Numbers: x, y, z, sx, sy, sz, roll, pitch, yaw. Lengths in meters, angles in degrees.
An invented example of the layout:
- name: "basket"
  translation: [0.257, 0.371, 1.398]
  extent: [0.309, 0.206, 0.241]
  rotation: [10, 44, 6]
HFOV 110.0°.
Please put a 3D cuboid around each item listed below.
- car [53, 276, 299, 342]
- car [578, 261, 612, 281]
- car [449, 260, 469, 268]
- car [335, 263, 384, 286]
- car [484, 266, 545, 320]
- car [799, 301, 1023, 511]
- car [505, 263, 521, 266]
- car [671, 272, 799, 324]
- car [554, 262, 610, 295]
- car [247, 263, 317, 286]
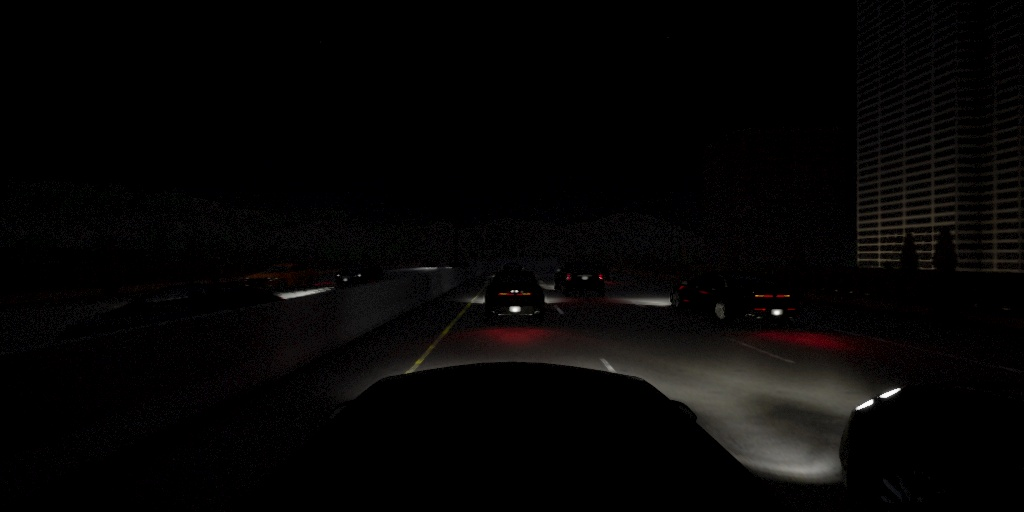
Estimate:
- name: "car"
  translation: [-7.105, 1.319, 8.085]
  extent: [1.994, 1.385, 4.181]
  rotation: [0, 0, 0]
- name: "car"
  translation: [7.063, 1.256, 30.984]
  extent: [1.837, 1.490, 4.892]
  rotation: [0, 0, 0]
- name: "car"
  translation: [-7.132, 1.327, 50.517]
  extent: [1.994, 1.385, 4.181]
  rotation: [0, 0, 0]
- name: "car"
  translation: [-10.627, 1.251, 25.321]
  extent: [2.128, 1.511, 4.902]
  rotation: [0, 0, 0]
- name: "car"
  translation: [0.086, 1.257, 12.562]
  extent: [1.837, 1.490, 4.892]
  rotation: [0, 0, 0]
- name: "car"
  translation: [3.581, 1.100, 0.865]
  extent: [2.097, 1.767, 4.553]
  rotation: [0, 0, 0]
- name: "car"
  translation: [0.063, 1.302, 30.822]
  extent: [2.033, 1.411, 5.357]
  rotation: [0, 0, 0]
- name: "car"
  translation: [7.087, 1.253, 12.014]
  extent: [1.837, 1.490, 4.892]
  rotation: [0, 0, 0]
- name: "car"
  translation: [3.577, 1.103, 19.689]
  extent: [2.097, 1.767, 4.553]
  rotation: [0, 0, 0]
- name: "car"
  translation: [-14.123, 1.238, 22.220]
  extent: [1.882, 1.535, 5.008]
  rotation: [0, 0, 0]
